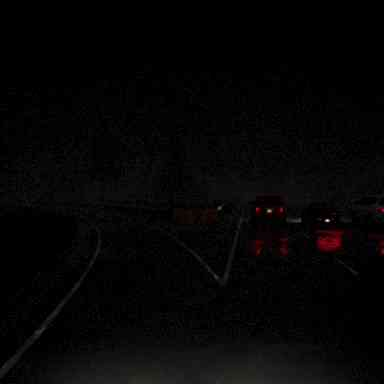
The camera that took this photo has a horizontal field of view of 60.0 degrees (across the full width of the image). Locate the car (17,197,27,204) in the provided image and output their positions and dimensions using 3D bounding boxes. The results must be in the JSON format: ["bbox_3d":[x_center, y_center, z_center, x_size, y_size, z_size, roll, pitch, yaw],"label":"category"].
[{"bbox_3d":[-34.554,1.695,68.381,1.812,1.442,4.674,0,0,-40],"label":"car"}]

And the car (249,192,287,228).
[{"bbox_3d":[5.063,1.222,22.465,2.150,2.045,5.566,0,0,10],"label":"car"}]

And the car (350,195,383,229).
[{"bbox_3d":[11.963,1.186,21.280,2.150,2.045,5.566,0,0,10],"label":"car"}]

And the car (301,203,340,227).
[{"bbox_3d":[8.645,1.488,22.643,1.837,1.490,4.892,0,0,10],"label":"car"}]

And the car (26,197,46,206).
[{"bbox_3d":[-28.153,1.768,60.770,1.994,1.385,4.181,0,0,-40],"label":"car"}]
